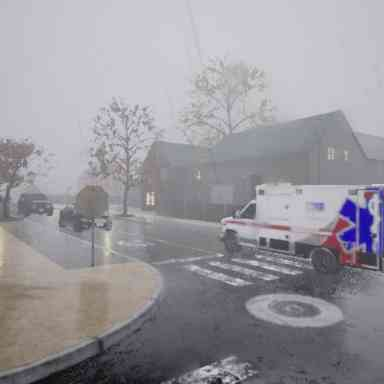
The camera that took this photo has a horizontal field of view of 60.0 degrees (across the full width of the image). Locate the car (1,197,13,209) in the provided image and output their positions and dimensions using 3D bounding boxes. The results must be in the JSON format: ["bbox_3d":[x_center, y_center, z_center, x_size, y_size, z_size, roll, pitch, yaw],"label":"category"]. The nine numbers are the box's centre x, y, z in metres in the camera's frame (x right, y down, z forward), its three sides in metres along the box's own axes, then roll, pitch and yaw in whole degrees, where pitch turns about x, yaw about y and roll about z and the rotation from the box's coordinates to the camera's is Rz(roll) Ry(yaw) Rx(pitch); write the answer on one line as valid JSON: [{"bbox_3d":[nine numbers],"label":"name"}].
[{"bbox_3d":[-24.066,1.408,43.159,1.812,1.442,4.674,1,0,-37],"label":"car"}]

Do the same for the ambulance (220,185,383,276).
[{"bbox_3d":[3.600,1.044,10.723,2.351,2.431,6.366,1,0,-37],"label":"ambulance"}]

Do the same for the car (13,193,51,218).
[{"bbox_3d":[-13.976,1.112,29.506,2.150,2.045,5.566,1,0,-36],"label":"car"}]

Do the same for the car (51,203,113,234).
[{"bbox_3d":[-6.192,1.428,19.065,2.128,1.511,4.902,1,0,-37],"label":"car"}]
